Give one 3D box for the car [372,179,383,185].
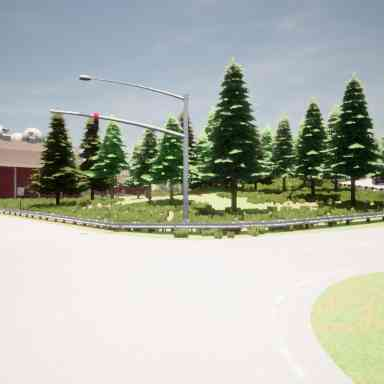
[{"bbox_3d":[29.087,-1.912,51.437,1.837,1.490,4.892,0,5,21],"label":"car"}]
